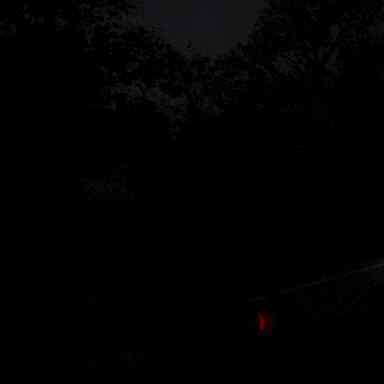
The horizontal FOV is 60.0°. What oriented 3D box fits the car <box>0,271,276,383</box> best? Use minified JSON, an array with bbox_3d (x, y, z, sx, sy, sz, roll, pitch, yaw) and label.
[{"bbox_3d":[-1.159,1.563,3.155,4.181,1.385,1.994,0,0,-35],"label":"car"}]
